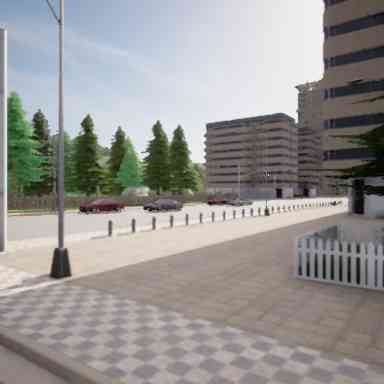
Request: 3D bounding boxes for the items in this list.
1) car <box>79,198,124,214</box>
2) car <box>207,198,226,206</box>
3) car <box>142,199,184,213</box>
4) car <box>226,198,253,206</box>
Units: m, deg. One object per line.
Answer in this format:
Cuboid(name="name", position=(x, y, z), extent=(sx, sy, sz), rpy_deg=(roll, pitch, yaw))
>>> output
Cuboid(name="car", position=(-9.297, 1.422, 34.519), extent=(1.882, 1.535, 5.008), rpy_deg=(0, 0, 36))
Cuboid(name="car", position=(4.272, 1.544, 53.359), extent=(1.895, 1.301, 4.718), rpy_deg=(0, 0, 36))
Cuboid(name="car", position=(-3.101, 1.498, 37.169), extent=(2.033, 1.411, 5.357), rpy_deg=(0, 0, 36))
Cuboid(name="car", position=(7.803, 1.606, 52.262), extent=(1.895, 1.301, 4.718), rpy_deg=(0, 0, 36))
